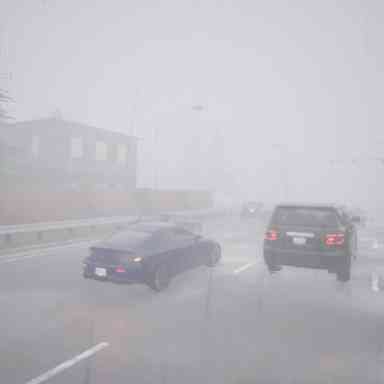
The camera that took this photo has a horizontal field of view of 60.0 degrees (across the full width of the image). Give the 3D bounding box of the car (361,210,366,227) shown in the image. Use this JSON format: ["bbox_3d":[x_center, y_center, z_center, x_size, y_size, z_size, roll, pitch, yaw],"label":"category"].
[{"bbox_3d":[12.012,1.814,25.111,1.994,1.385,4.181,0,0,29],"label":"car"}]

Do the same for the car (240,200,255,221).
[{"bbox_3d":[5.767,1.549,28.277,2.097,1.767,4.553,0,0,29],"label":"car"}]

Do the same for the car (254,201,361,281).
[{"bbox_3d":[3.965,1.315,10.585,2.150,2.045,5.566,0,0,29],"label":"car"}]

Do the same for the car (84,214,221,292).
[{"bbox_3d":[-0.832,1.558,9.150,1.812,1.442,4.674,0,0,29],"label":"car"}]

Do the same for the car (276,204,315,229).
[{"bbox_3d":[7.773,1.706,24.681,1.837,1.490,4.892,0,0,29],"label":"car"}]

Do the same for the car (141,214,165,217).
[{"bbox_3d":[-1.250,1.660,15.619,1.895,1.301,4.718,0,0,29],"label":"car"}]
